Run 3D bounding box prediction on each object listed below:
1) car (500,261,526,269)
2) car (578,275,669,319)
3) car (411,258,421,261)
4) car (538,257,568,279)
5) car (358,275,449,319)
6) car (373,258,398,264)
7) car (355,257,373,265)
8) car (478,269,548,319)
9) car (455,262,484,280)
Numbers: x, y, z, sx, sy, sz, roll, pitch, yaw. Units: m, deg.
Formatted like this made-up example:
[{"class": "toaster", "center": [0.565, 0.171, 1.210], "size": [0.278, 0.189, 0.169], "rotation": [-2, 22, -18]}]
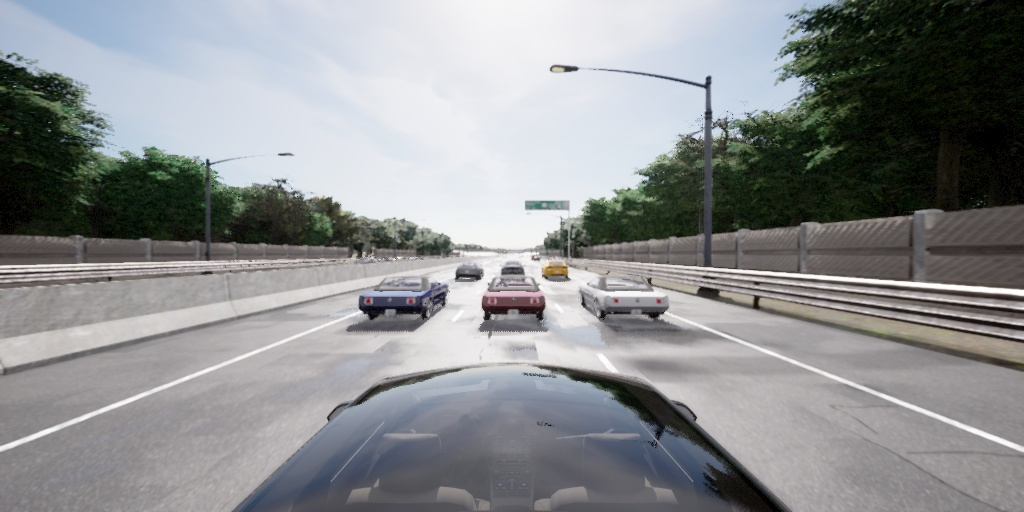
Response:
[{"class": "car", "center": [0.059, 1.109, 28.901], "size": [1.837, 1.490, 4.892], "rotation": [0, 1, 0]}, {"class": "car", "center": [3.558, 1.295, 12.421], "size": [1.895, 1.301, 4.718], "rotation": [0, 0, 0]}, {"class": "car", "center": [-14.089, 1.024, 51.851], "size": [2.033, 1.411, 5.357], "rotation": [0, 0, 0]}, {"class": "car", "center": [3.566, 1.072, 30.381], "size": [1.882, 1.535, 5.008], "rotation": [0, 0, 0]}, {"class": "car", "center": [-3.442, 1.295, 12.427], "size": [1.895, 1.301, 4.718], "rotation": [0, 0, 0]}, {"class": "car", "center": [-17.588, 1.081, 51.208], "size": [1.895, 1.301, 4.718], "rotation": [0, 0, 0]}, {"class": "car", "center": [-21.079, 0.967, 52.138], "size": [2.128, 1.511, 4.902], "rotation": [0, 0, 0]}, {"class": "car", "center": [0.057, 1.295, 12.420], "size": [1.895, 1.301, 4.718], "rotation": [0, 0, 0]}, {"class": "car", "center": [-3.437, 1.163, 29.482], "size": [1.994, 1.385, 4.181], "rotation": [0, 0, 0]}]
